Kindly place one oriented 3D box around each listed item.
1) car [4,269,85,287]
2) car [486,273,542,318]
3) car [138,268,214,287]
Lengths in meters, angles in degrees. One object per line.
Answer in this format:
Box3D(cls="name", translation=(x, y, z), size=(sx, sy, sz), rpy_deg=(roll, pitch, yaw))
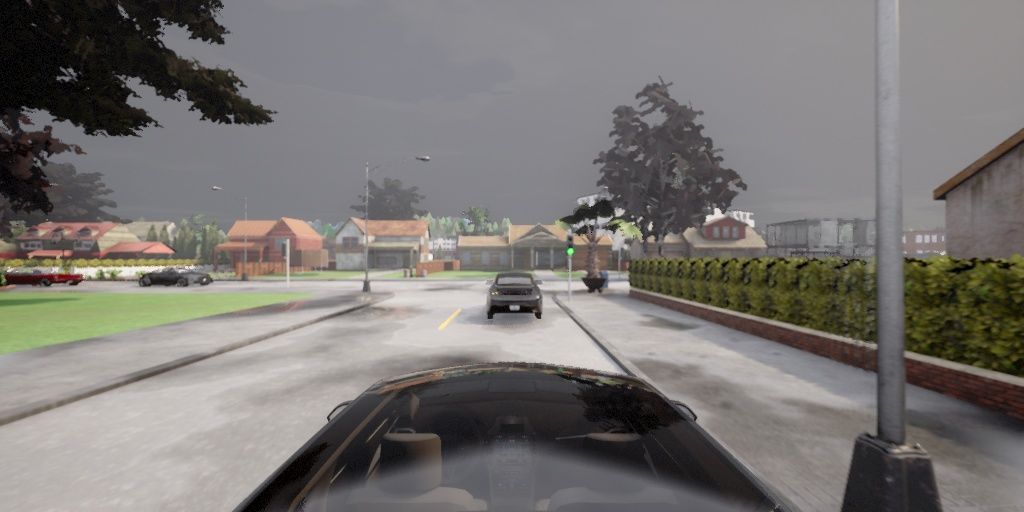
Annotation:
Box3D(cls="car", translation=(-34.102, 1.574, 25.862), size=(4.718, 1.301, 1.895), rpy_deg=(0, -1, 0))
Box3D(cls="car", translation=(0.083, 1.365, 13.474), size=(1.837, 1.490, 4.892), rpy_deg=(0, 0, 0))
Box3D(cls="car", translation=(-24.166, 1.538, 25.862), size=(4.181, 1.385, 1.994), rpy_deg=(0, -1, 0))
